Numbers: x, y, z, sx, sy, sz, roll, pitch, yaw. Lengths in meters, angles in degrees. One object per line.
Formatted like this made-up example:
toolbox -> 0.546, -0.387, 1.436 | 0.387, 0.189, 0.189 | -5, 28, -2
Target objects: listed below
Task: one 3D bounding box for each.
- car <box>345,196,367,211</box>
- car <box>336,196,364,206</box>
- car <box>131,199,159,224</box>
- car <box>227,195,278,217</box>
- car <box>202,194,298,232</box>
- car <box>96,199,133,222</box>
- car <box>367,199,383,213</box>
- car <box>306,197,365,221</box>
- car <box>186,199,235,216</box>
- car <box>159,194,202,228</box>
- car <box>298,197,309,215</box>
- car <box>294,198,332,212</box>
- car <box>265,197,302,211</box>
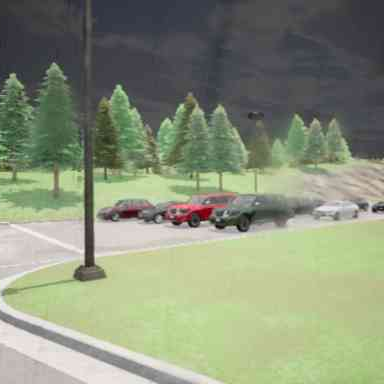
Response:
car -> 16.444, 1.279, 34.392 | 4.892, 1.490, 1.837 | -1, 0, -38
car -> 22.952, 1.252, 48.329 | 4.181, 1.385, 1.994 | -1, 0, -38
car -> -1.686, 1.458, 24.564 | 4.892, 1.490, 1.837 | -1, 0, -38
car -> 5.524, 1.231, 30.251 | 4.553, 1.767, 2.097 | -1, 0, -38
car -> 3.570, 1.141, 19.792 | 5.566, 2.045, 2.150 | -1, 0, -38
car -> -5.165, 1.331, 26.278 | 4.553, 1.767, 2.097 | -1, 0, -38
car -> 19.006, 1.323, 31.953 | 4.181, 1.385, 1.994 | -1, 0, -38
car -> 11.234, 1.366, 25.839 | 4.674, 1.442, 1.812 | -1, 0, -38
car -> 1.840, 1.432, 31.783 | 4.674, 1.442, 1.812 | -1, 0, -38
car -> 0.922, 1.158, 22.165 | 5.566, 2.045, 2.150 | -1, 0, -38
car -> 8.449, 1.210, 28.100 | 4.553, 1.767, 2.097 | -1, 0, -38
car -> 13.309, 1.361, 36.378 | 4.181, 1.385, 1.994 | -1, 0, -38
car -> 10.723, 1.378, 38.800 | 4.181, 1.385, 1.994 | -1, 0, -38
